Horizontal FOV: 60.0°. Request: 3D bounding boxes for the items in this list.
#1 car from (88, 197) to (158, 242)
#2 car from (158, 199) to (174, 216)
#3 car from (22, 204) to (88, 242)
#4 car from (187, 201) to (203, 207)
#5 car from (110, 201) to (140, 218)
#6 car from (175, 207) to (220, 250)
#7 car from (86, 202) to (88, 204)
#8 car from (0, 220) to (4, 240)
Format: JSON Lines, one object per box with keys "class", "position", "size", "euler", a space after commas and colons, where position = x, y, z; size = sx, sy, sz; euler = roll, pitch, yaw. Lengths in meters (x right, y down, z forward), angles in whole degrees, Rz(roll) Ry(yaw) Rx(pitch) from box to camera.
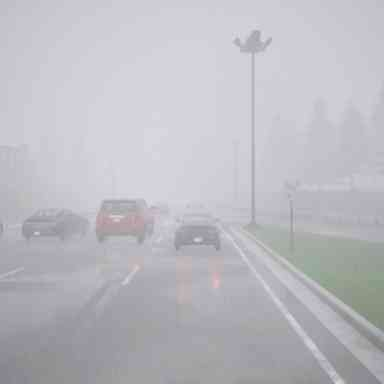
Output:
{"class": "car", "position": [-3.244, 1.328, 17.025], "size": [2.150, 2.045, 5.566], "euler": [0, 0, 0]}
{"class": "car", "position": [-3.230, 1.742, 34.862], "size": [1.812, 1.442, 4.674], "euler": [0, 0, 0]}
{"class": "car", "position": [-6.745, 1.598, 16.965], "size": [2.128, 1.511, 4.902], "euler": [0, 0, 0]}
{"class": "car", "position": [0.282, 1.802, 32.208], "size": [1.895, 1.301, 4.718], "euler": [0, 0, 0]}
{"class": "car", "position": [-6.718, 1.703, 33.838], "size": [2.128, 1.511, 4.902], "euler": [0, 0, 0]}
{"class": "car", "position": [0.226, 1.618, 14.691], "size": [1.812, 1.442, 4.674], "euler": [0, 0, 0]}
{"class": "car", "position": [-10.230, 1.742, 34.866], "size": [1.812, 1.442, 4.674], "euler": [0, 0, 0]}
{"class": "car", "position": [-10.264, 1.568, 14.511], "size": [1.882, 1.535, 5.008], "euler": [0, 0, 0]}
